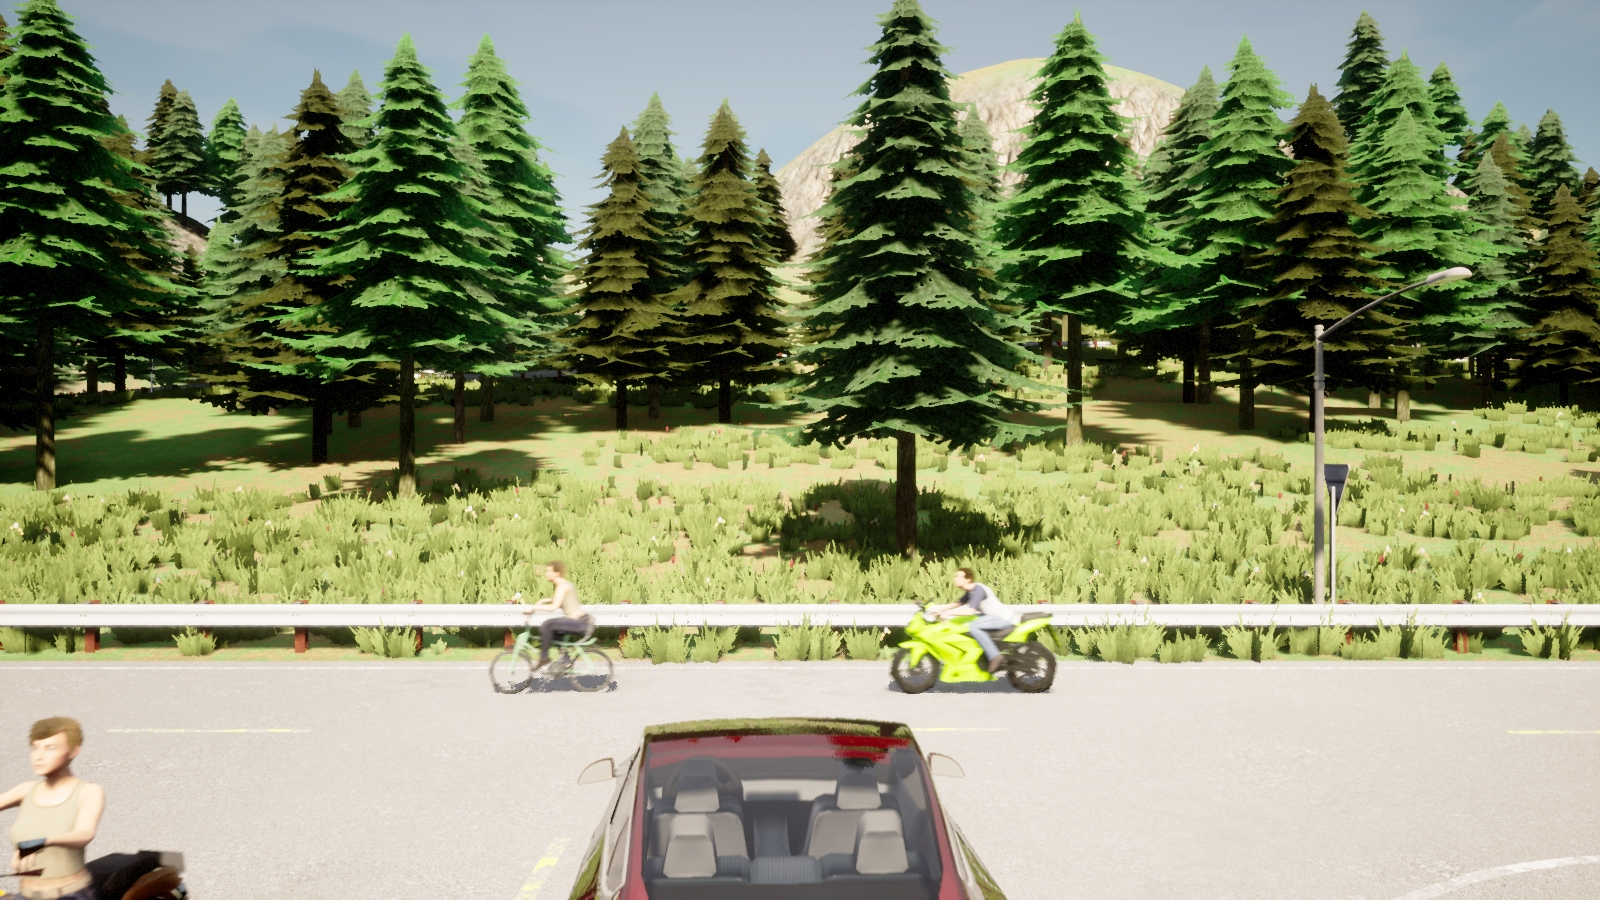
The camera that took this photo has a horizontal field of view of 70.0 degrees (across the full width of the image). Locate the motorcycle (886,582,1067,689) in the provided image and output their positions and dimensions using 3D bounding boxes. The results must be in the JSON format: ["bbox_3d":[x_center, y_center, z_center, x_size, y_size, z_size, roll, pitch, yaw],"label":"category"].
[{"bbox_3d":[2.077,2.195,13.642,2.033,1.145,0.803,0,0,0],"label":"motorcycle"}]

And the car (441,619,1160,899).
[{"bbox_3d":[-0.116,1.940,5.817,2.163,1.488,4.792,0,-1,-3],"label":"car"}]
